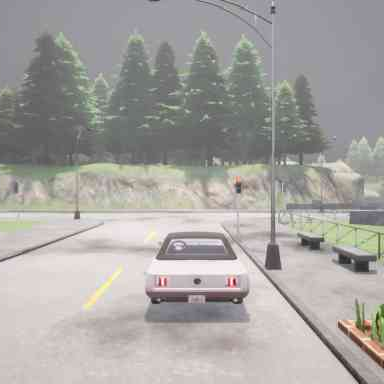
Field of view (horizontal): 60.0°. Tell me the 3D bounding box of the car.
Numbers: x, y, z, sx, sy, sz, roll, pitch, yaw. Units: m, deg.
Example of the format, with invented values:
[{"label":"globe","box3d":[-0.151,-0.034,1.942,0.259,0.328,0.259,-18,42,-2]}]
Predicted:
[{"label":"car","box3d":[0.095,1.601,8.086,1.895,1.301,4.718,0,0,0]}]
